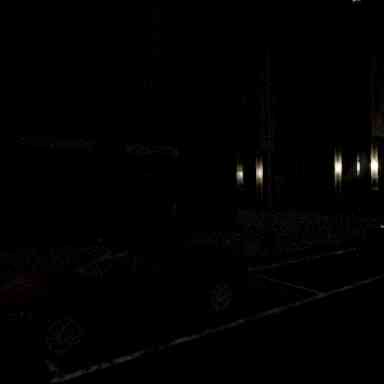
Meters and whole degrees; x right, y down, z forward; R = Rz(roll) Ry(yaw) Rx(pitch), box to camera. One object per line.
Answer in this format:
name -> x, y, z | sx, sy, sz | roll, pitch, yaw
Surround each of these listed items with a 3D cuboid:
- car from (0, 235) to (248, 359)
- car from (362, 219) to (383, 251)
car -> -1.002, 1.529, 5.943 | 4.507, 1.381, 1.887 | 0, 0, -36
car -> 8.107, 1.466, 12.468 | 4.403, 1.369, 2.008 | 0, 0, -36
